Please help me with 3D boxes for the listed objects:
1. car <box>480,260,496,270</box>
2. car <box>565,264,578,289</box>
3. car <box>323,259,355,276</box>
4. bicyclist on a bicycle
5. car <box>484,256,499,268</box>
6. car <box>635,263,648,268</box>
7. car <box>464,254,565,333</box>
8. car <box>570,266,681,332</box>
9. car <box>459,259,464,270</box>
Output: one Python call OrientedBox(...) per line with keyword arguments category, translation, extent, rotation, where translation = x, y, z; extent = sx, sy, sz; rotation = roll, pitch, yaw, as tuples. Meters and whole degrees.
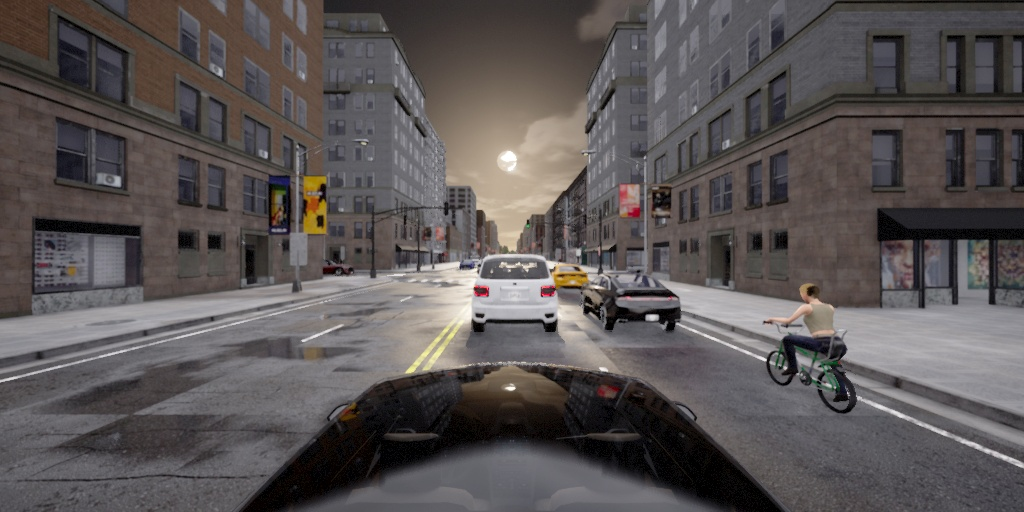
OrientedBox(category="car", translation=(-3.485, 1.303, 52.997), extent=(1.994, 1.385, 4.181), rotation=(0, 0, 0))
OrientedBox(category="car", translation=(3.205, 1.221, 21.318), extent=(1.882, 1.535, 5.008), rotation=(0, 0, 0))
OrientedBox(category="car", translation=(-18.201, 1.069, 35.735), extent=(4.553, 1.767, 2.097), rotation=(0, 0, -1))
OrientedBox(category="bicyclist on a bicycle", translation=(4.125, 1.185, 5.056), extent=(0.866, 1.612, 1.509), rotation=(0, 0, 0))
OrientedBox(category="car", translation=(-3.497, 0.958, 62.338), extent=(2.150, 2.045, 5.566), rotation=(0, 0, 0))
OrientedBox(category="car", translation=(14.945, 1.390, 38.638), extent=(4.718, 1.301, 1.895), rotation=(0, 0, 1))
OrientedBox(category="car", translation=(0.072, 0.968, 10.837), extent=(2.150, 2.045, 5.566), rotation=(0, 0, 0))
OrientedBox(category="car", translation=(3.315, 1.238, 10.883), extent=(2.128, 1.511, 4.902), rotation=(0, 0, 0))
OrientedBox(category="car", translation=(-6.743, 1.217, 54.004), extent=(1.882, 1.535, 5.008), rotation=(0, 0, 0))
